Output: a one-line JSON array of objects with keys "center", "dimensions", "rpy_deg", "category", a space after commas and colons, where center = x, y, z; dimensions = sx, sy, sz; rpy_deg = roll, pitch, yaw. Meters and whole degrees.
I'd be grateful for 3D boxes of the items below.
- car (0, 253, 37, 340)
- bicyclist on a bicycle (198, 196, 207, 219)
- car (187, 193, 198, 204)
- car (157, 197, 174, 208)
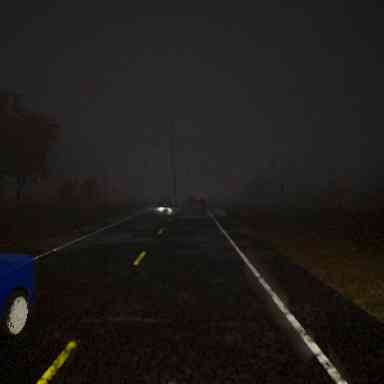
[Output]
[{"center": [-3.599, 1.467, 3.667], "dimensions": [1.882, 1.535, 5.008], "rpy_deg": [0, 0, 0], "category": "car"}, {"center": [0.977, 1.364, 26.925], "dimensions": [0.582, 1.620, 1.656], "rpy_deg": [0, 0, 0], "category": "bicyclist on a bicycle"}, {"center": [0.126, 1.343, 58.105], "dimensions": [1.994, 1.385, 4.181], "rpy_deg": [0, 0, 0], "category": "car"}, {"center": [-3.563, 1.403, 45.388], "dimensions": [1.994, 1.385, 4.181], "rpy_deg": [0, 0, 0], "category": "car"}]
